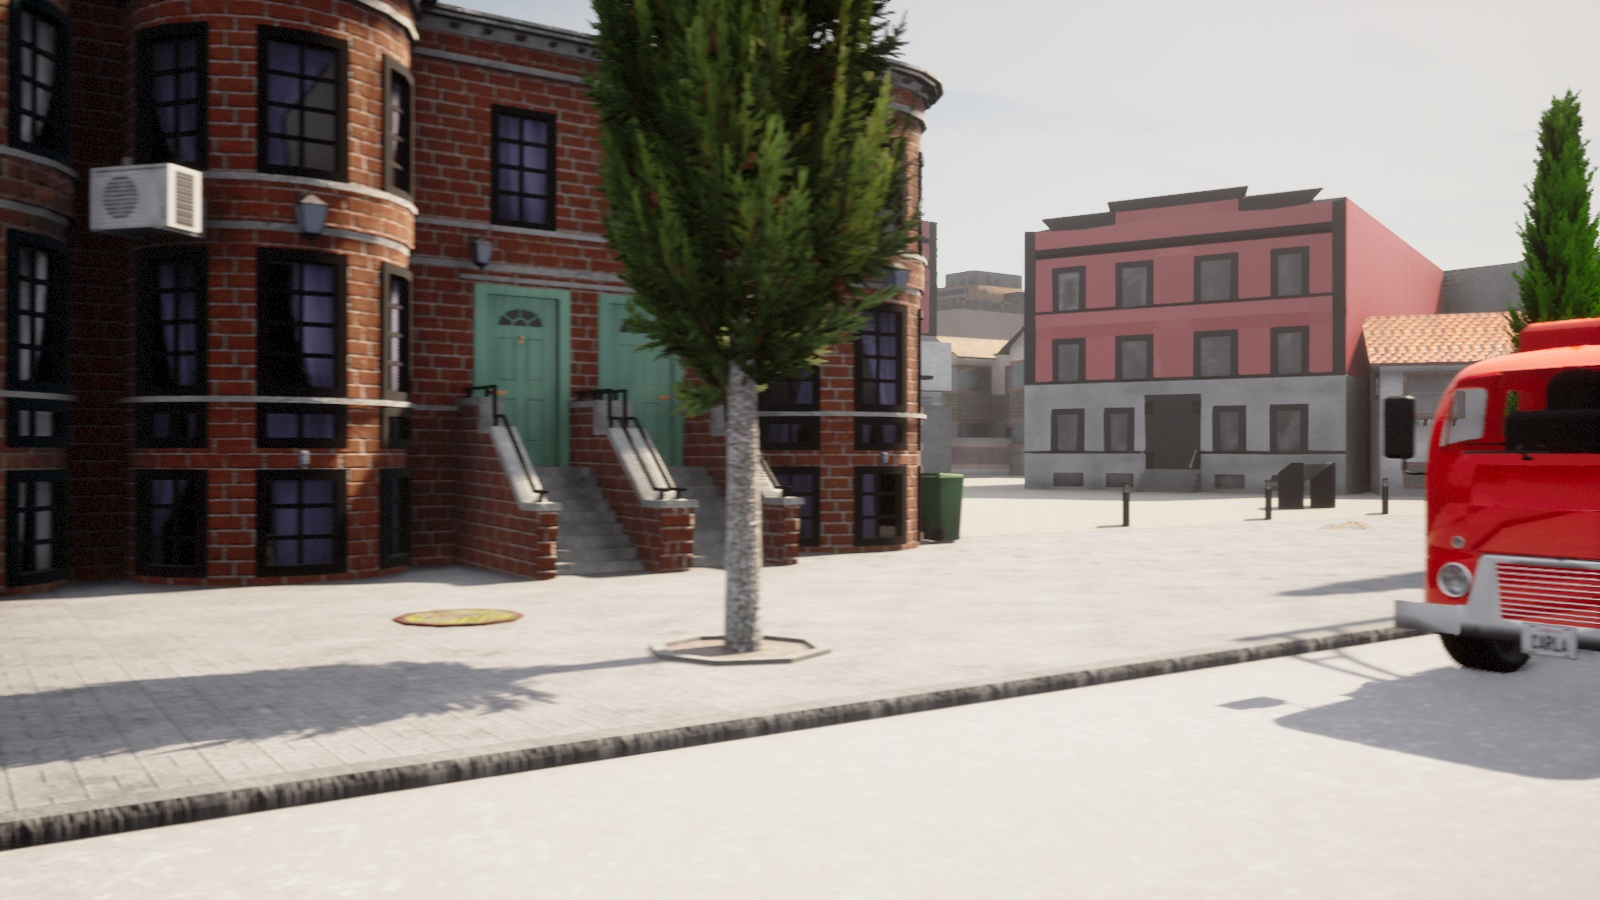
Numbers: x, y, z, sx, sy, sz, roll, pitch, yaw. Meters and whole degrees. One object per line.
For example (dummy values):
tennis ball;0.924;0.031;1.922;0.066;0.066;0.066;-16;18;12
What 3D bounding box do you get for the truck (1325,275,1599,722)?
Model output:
truck;6.355;0.266;8.694;5.204;2.467;2.627;0;0;-35
